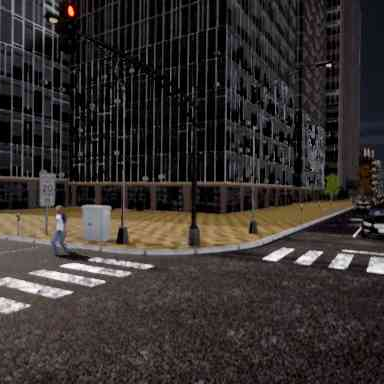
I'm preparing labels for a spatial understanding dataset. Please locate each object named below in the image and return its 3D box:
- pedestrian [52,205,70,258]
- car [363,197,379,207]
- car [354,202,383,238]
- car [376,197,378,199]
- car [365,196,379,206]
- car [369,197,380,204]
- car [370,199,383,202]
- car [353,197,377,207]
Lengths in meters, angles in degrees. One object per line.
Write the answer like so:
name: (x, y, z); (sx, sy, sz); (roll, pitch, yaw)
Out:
pedestrian: (-4.530, 1.280, 11.502); (0.375, 1.860, 0.375); (1, 1, 30)
car: (28.416, 1.594, 52.792); (2.008, 1.369, 4.403); (1, 0, 31)
car: (9.886, 1.498, 17.119); (2.128, 1.511, 4.902); (1, 0, 31)
car: (20.319, 1.521, 34.316); (1.882, 1.535, 5.008); (1, 0, 31)
car: (31.254, 1.493, 57.609); (1.967, 1.590, 4.097); (1, 0, 31)
car: (36.940, 1.654, 67.245); (1.802, 1.307, 4.206); (1, 0, 31)
car: (14.863, 1.550, 25.360); (1.812, 1.442, 4.674); (1, 0, 31)
car: (19.780, 1.564, 38.406); (2.008, 1.369, 4.403); (1, 0, 31)
